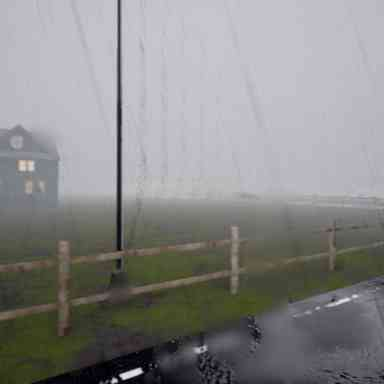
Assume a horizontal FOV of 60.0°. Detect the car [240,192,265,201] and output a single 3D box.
[{"bbox_3d":[10.248,0.738,56.590,2.128,1.511,4.902,0,1,-35],"label":"car"}]
